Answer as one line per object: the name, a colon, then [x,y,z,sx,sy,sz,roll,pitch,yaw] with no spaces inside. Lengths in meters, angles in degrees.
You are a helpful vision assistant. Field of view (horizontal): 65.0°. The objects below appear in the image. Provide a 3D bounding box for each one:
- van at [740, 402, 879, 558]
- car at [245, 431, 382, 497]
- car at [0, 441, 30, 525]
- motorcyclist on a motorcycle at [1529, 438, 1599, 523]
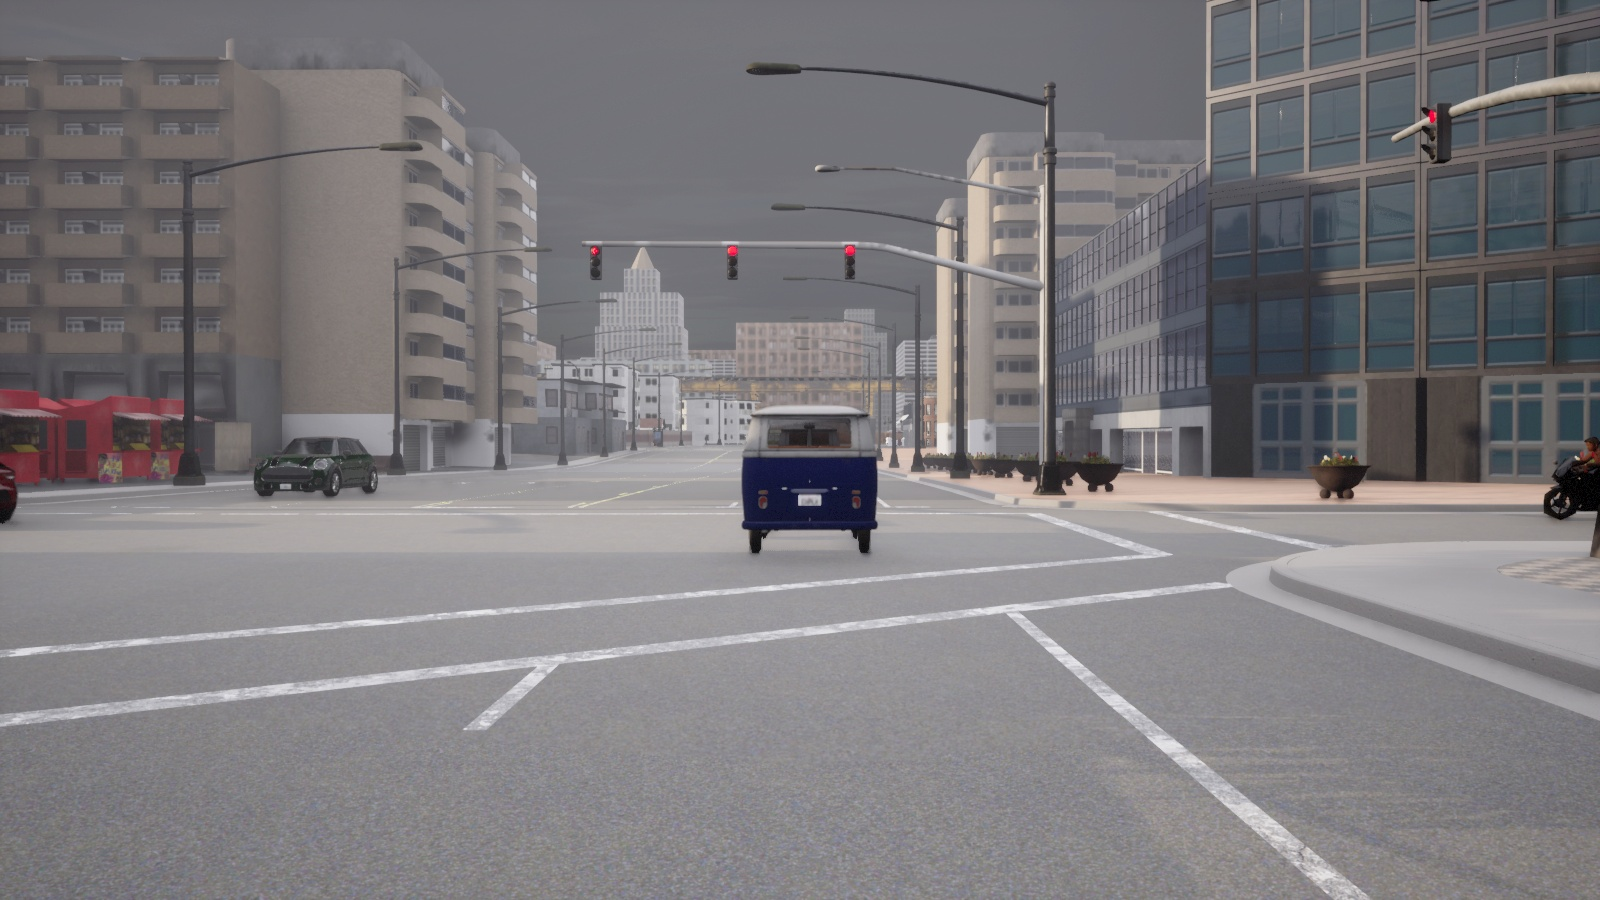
van: [0.139,0.364,18.212,1.775,1.987,4.442,0,0,0]
car: [-13.740,0.372,35.782,2.097,1.767,4.553,0,0,0]
car: [-16.193,0.580,22.479,4.193,1.474,1.816,0,0,18]
motorcyclist on a motorcycle: [14.450,0.540,22.714,2.044,1.523,0.797,0,1,1]
